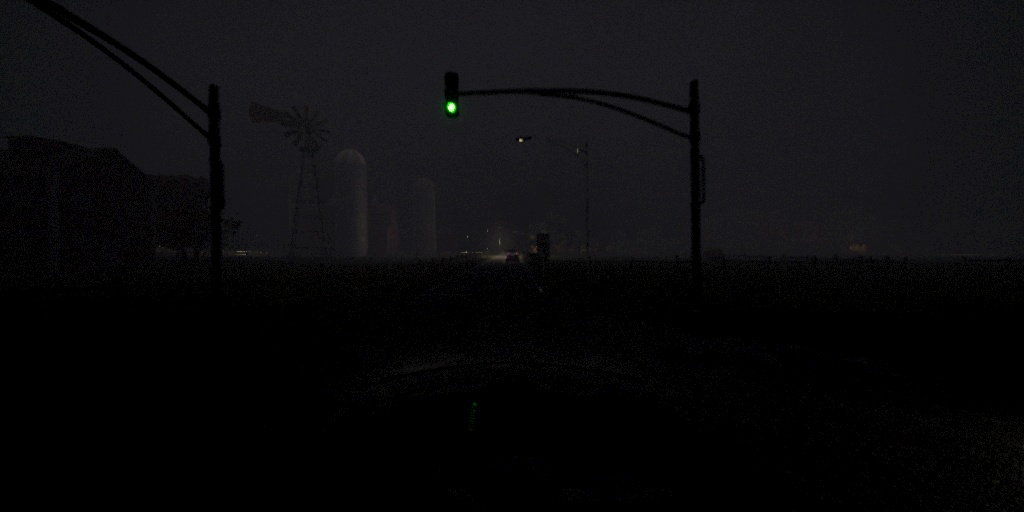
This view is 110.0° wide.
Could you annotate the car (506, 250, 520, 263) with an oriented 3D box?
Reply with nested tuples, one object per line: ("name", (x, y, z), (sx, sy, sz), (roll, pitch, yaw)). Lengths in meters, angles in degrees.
("car", (0.108, 0.266, 51.766), (1.994, 1.385, 4.181), (-1, 1, 0))
